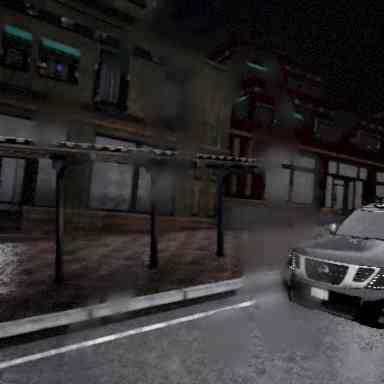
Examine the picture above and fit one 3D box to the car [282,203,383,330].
[{"bbox_3d":[4.320,1.245,6.696,5.566,2.045,2.150,0,0,-33],"label":"car"}]
